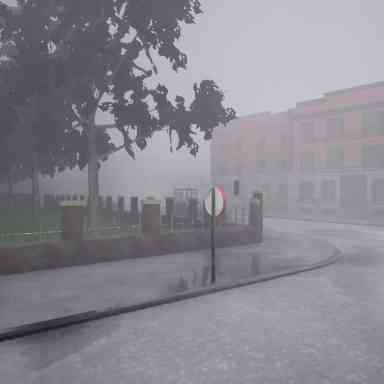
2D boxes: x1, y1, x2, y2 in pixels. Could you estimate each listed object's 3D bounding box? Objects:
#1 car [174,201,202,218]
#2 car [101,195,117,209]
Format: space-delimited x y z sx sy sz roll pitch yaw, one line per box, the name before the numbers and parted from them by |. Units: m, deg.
car | -0.156 1.526 28.258 1.812 1.442 4.674 0 0 -36
car | -11.296 1.351 43.884 2.097 1.767 4.553 0 0 -35
